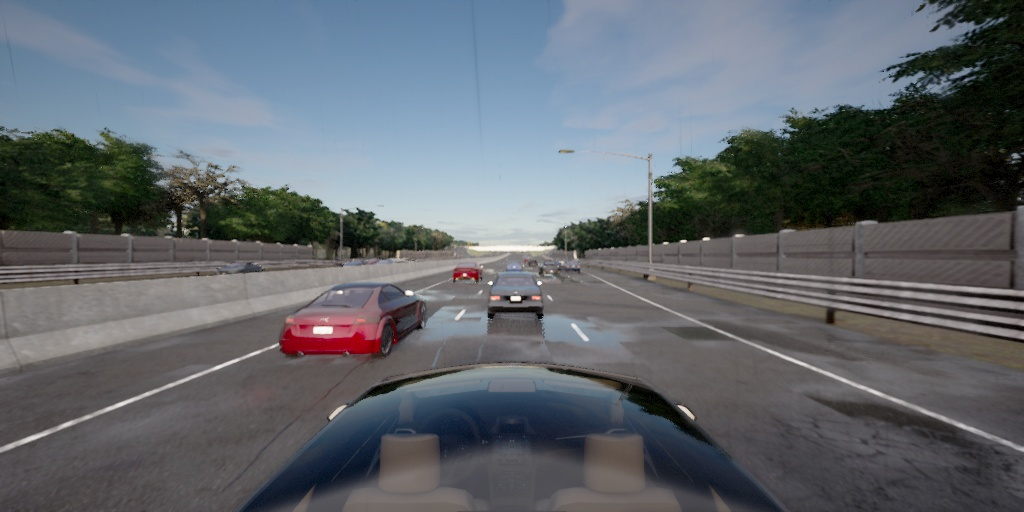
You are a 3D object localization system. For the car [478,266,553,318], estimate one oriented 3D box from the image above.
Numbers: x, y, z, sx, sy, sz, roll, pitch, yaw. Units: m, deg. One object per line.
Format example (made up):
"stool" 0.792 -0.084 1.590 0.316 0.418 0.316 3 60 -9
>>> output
"car" 0.117 1.277 12.941 2.033 1.411 5.357 0 0 0

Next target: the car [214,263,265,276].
"car" -23.750 1.267 31.385 1.994 1.385 4.181 0 0 -3

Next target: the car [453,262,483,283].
"car" -3.320 1.185 27.724 1.882 1.535 5.008 0 0 0

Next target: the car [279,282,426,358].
"car" -3.391 1.302 8.446 1.994 1.385 4.181 0 0 0

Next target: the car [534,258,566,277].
"car" 3.627 1.193 35.134 2.128 1.511 4.902 0 0 0

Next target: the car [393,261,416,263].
"car" -13.842 1.301 47.921 1.895 1.301 4.718 0 0 1

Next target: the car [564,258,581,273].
"car" 7.044 1.247 43.008 2.033 1.411 5.357 0 0 2

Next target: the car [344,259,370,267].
"car" -20.822 1.247 48.709 2.033 1.411 5.357 0 0 1

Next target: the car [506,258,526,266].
"car" 0.271 1.247 40.540 2.033 1.411 5.357 0 0 1

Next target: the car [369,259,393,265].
"car" -17.323 1.225 48.941 1.812 1.442 4.674 0 0 1
